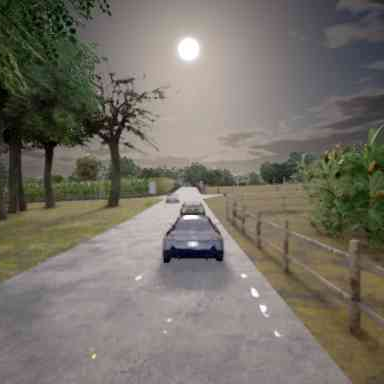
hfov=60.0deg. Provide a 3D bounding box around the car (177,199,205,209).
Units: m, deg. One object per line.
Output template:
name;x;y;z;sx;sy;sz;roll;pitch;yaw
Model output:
car;0.057;1.346;26.227;1.895;1.301;4.718;0;1;0

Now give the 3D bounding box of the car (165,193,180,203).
car;-2.820;0.868;48.309;1.895;1.301;4.718;0;1;0

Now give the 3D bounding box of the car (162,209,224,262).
car;0.060;1.504;11.888;1.994;1.385;4.181;0;0;1
